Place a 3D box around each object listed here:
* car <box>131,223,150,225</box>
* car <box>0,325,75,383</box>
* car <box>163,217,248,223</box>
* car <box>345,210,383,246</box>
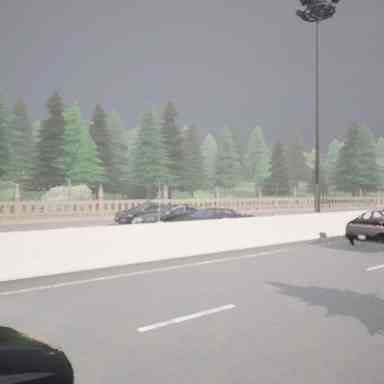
[{"bbox_3d":[-1.076,1.504,20.411,4.902,1.511,2.128,0,0,-35],"label":"car"},{"bbox_3d":[-3.118,1.476,1.521,5.008,1.535,1.882,0,0,-35],"label":"car"},{"bbox_3d":[1.059,1.560,17.642,5.357,1.411,2.033,0,0,-35],"label":"car"},{"bbox_3d":[8.427,1.508,14.053,4.902,1.511,2.128,0,0,-35],"label":"car"}]
